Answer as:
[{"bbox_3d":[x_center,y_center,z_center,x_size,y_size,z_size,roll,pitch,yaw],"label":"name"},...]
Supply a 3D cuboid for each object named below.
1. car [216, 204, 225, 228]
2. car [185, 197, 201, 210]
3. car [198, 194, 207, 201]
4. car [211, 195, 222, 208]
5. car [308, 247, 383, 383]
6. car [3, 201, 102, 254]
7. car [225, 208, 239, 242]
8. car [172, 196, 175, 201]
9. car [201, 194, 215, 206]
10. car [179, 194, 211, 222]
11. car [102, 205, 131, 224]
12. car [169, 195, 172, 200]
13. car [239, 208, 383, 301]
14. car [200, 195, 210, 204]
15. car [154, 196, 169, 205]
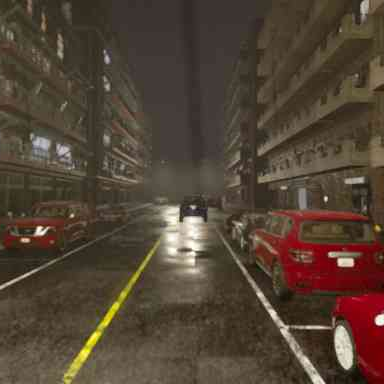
[{"bbox_3d":[2.698,1.588,19.372,1.947,1.339,4.313,1,0,0],"label":"car"},{"bbox_3d":[0.095,1.547,45.933,2.128,1.511,4.902,0,0,0],"label":"car"},{"bbox_3d":[2.696,1.430,86.188,2.192,1.841,5.009,1,0,0],"label":"car"},{"bbox_3d":[2.700,1.365,41.644,2.192,1.841,5.009,1,0,0],"label":"car"},{"bbox_3d":[2.700,1.548,2.668,1.887,1.381,4.507,1,0,0],"label":"car"},{"bbox_3d":[-5.678,1.331,13.836,2.192,1.841,5.009,1,0,0],"label":"car"},{"bbox_3d":[2.699,1.567,13.804,2.008,1.369,4.403,1,0,0],"label":"car"},{"bbox_3d":[-5.687,1.648,91.617,1.752,1.417,4.829,1,0,0],"label":"car"},{"bbox_3d":[2.698,1.388,58.347,2.192,1.841,5.009,1,0,0],"label":"car"},{"bbox_3d":[0.097,1.255,26.993,2.150,2.045,5.566,0,0,0],"label":"car"},{"bbox_3d":[-5.683,1.611,24.972,1.802,1.307,4.206,1,0,0],"label":"car"},{"bbox_3d":[-5.686,1.614,69.346,1.752,1.417,4.829,1,0,0],"label":"car"},{"bbox_3d":[2.702,1.324,8.235,2.192,1.841,5.009,1,0,0],"label":"car"},{"bbox_3d":[2.695,1.529,69.483,1.967,1.590,4.097,1,0,0],"label":"car"},{"bbox_3d":[-5.685,1.623,58.380,2.008,1.369,4.403,1,0,0],"label":"car"}]
